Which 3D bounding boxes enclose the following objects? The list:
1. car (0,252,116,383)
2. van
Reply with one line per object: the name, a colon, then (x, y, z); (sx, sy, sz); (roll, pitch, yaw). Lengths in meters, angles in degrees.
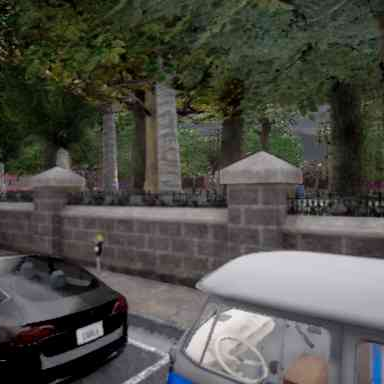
car: (-2.795, 1.557, 4.817); (4.313, 1.339, 1.947); (0, -1, 36)
van: (1.644, 1.342, 1.654); (3.998, 1.788, 1.690); (0, -1, 36)
